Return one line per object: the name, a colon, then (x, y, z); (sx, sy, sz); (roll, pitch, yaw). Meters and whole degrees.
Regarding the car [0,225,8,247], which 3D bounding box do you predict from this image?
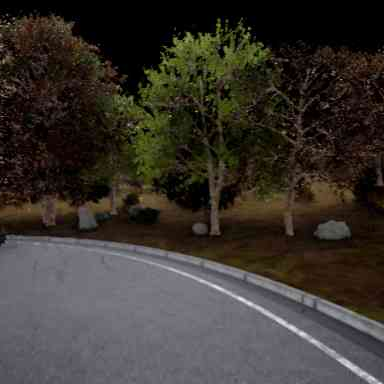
car: (-10.281, 1.802, 14.538); (4.892, 1.490, 1.837); (-2, -2, 24)
